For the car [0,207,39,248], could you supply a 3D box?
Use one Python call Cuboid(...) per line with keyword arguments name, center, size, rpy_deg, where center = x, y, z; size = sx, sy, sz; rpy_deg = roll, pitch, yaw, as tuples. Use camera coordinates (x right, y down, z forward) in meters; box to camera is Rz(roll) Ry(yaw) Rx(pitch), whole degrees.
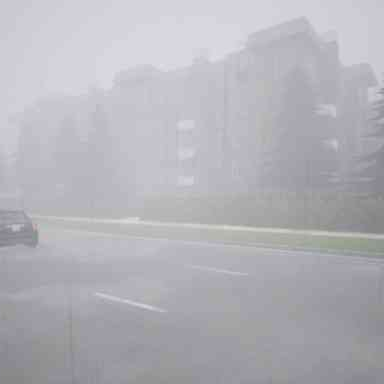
Cuboid(name="car", center=(-8.700, 1.526, 14.454), size=(4.553, 1.767, 2.097), rpy_deg=(-1, -1, 36))
